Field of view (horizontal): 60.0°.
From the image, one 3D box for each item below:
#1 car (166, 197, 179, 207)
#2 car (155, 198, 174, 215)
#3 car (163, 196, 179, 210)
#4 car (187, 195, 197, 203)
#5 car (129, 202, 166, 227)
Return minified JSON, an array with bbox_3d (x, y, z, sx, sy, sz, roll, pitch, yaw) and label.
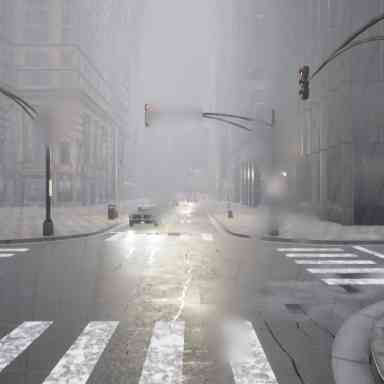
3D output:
[{"bbox_3d":[-3.086,1.531,53.125,1.812,1.442,4.674,0,0,0],"label":"car"},{"bbox_3d":[-3.115,1.564,33.082,1.994,1.385,4.181,0,0,0],"label":"car"},{"bbox_3d":[-3.124,1.354,43.083,2.097,1.767,4.553,0,0,0],"label":"car"},{"bbox_3d":[0.055,1.365,69.613,2.097,1.767,4.553,0,0,0],"label":"car"},{"bbox_3d":[-3.114,1.601,23.139,1.895,1.301,4.718,0,0,0],"label":"car"}]
